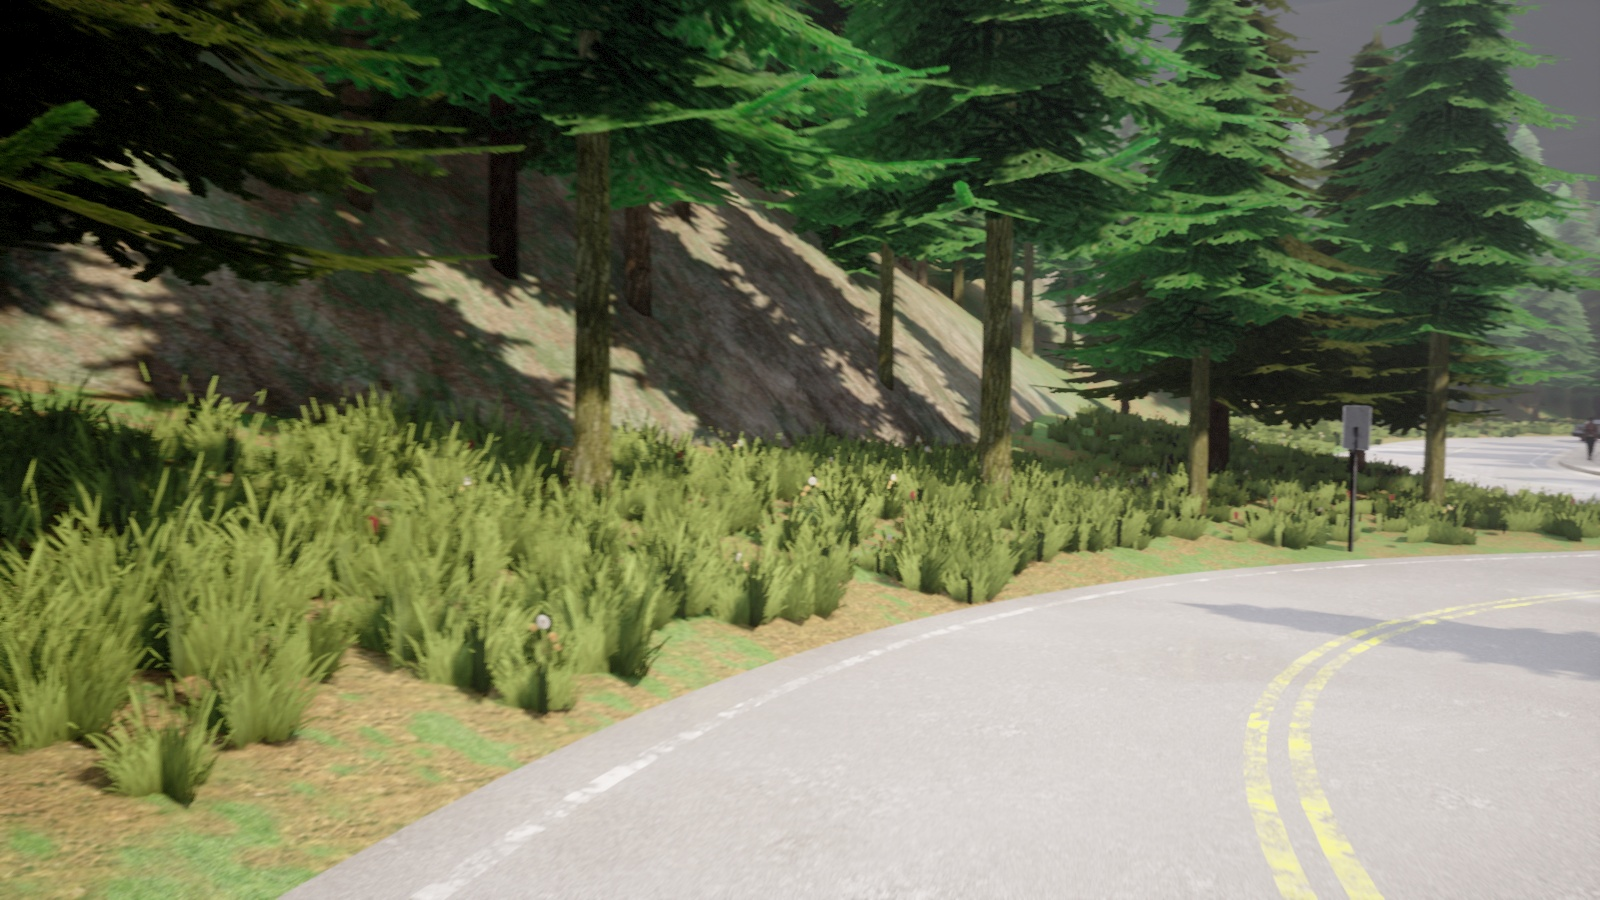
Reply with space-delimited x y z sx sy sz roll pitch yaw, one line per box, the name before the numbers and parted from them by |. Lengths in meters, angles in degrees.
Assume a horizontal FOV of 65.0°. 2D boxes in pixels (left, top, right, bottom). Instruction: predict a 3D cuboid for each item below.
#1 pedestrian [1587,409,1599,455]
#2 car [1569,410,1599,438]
pedestrian | 32.050 -0.740 50.765 0.328 1.805 0.869 2 4 31
car | 45.573 -1.478 69.982 5.357 1.411 2.033 -1 4 -25
